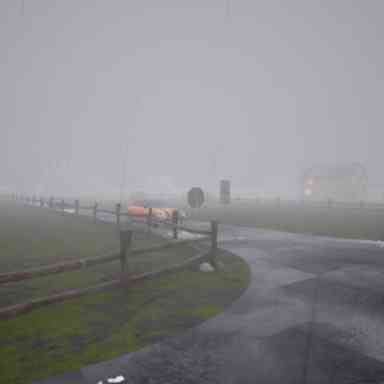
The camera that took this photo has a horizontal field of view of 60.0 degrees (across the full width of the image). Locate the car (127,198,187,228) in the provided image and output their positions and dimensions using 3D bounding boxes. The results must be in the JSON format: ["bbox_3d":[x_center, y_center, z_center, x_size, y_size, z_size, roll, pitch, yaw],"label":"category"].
[{"bbox_3d":[-2.268,1.213,20.807,2.097,1.767,4.553,1,0,-36],"label":"car"}]

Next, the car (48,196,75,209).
[{"bbox_3d":[-15.168,1.178,38.318,2.033,1.411,5.357,1,0,-36],"label":"car"}]
